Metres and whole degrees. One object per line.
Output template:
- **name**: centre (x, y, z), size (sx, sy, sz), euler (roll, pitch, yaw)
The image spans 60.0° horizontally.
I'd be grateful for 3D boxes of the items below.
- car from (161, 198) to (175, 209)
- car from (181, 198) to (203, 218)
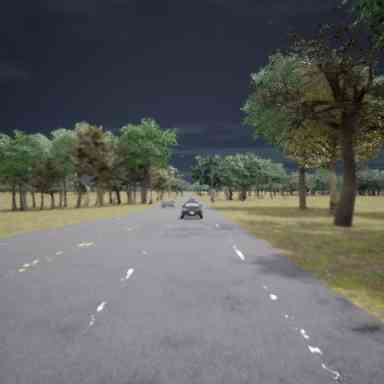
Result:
- **car**: centre (-3.508, 1.651, 48.931), size (1.812, 1.442, 4.674), euler (0, 0, 0)
- **car**: centre (-0.003, 1.585, 30.373), size (1.812, 1.442, 4.674), euler (0, 0, 0)
